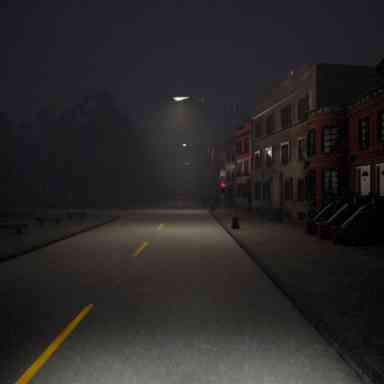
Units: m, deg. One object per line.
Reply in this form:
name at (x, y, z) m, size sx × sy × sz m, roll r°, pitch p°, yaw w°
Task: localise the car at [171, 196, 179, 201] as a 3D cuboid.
car at (-4.184, 1.744, 84.425) m, size 2.033 × 1.411 × 5.357 m, roll 0°, pitch 0°, yaw 0°
